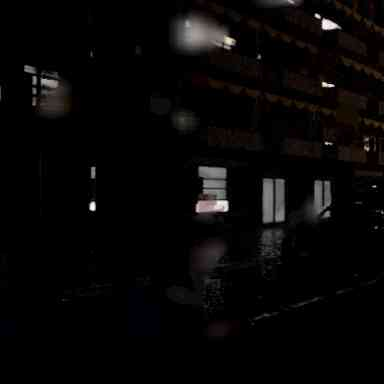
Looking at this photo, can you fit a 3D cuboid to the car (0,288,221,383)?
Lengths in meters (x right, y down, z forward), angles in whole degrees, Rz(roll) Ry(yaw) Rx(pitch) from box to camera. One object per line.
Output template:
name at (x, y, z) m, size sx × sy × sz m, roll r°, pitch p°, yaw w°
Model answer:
car at (-2.111, 1.478, 1.873) m, size 5.008 × 1.535 × 1.882 m, roll 0°, pitch 0°, yaw -36°

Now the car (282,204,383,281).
car at (4.945, 1.310, 10.079) m, size 5.009 × 1.841 × 2.192 m, roll 0°, pitch 0°, yaw -36°
